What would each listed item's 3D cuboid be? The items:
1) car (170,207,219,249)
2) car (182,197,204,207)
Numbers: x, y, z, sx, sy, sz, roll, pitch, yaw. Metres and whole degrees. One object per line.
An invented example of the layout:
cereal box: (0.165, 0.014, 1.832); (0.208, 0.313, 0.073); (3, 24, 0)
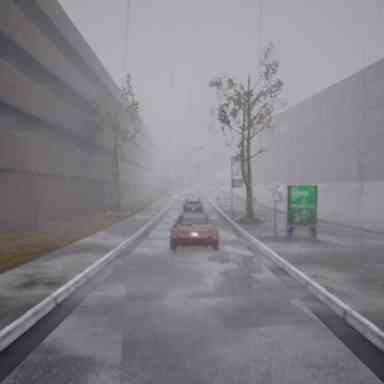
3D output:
car: (0.096, 1.579, 14.671); (1.994, 1.385, 4.181); (0, 0, 0)
car: (0.092, 1.251, 31.908); (2.128, 1.511, 4.902); (0, 2, 0)
